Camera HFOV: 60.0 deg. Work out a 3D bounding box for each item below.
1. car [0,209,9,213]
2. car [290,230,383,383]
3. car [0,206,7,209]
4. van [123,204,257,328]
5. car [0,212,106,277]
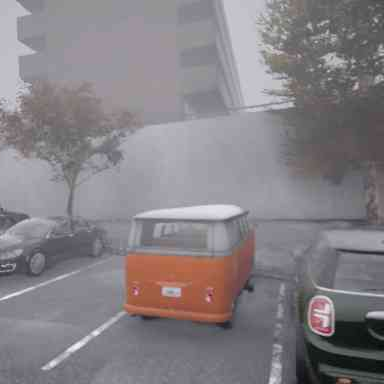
[{"bbox_3d":[-7.008,1.552,12.366,2.163,1.488,4.792,0,-1,16],"label":"car"},{"bbox_3d":[2.678,1.375,5.211,2.185,1.767,4.553,0,-1,16],"label":"car"},{"bbox_3d":[-9.452,1.276,14.133,2.435,2.045,5.566,0,-1,16],"label":"car"},{"bbox_3d":[0.301,1.282,7.137,1.878,1.987,4.442,0,-1,16],"label":"van"},{"bbox_3d":[-4.573,1.518,10.579,2.231,1.521,4.892,0,-1,16],"label":"car"}]
